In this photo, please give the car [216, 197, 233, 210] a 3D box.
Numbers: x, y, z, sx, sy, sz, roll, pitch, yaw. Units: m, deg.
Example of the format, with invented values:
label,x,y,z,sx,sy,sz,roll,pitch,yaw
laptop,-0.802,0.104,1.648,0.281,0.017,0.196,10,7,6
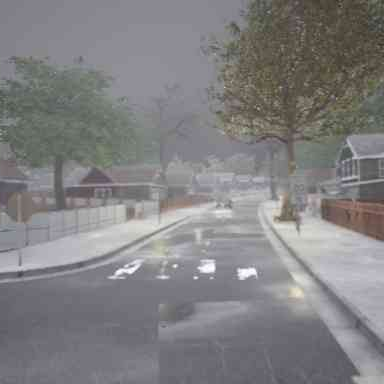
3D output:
label,x,y,z,sx,sy,sz,roll,pitch,yaw
car,4.161,1.389,42.432,2.128,1.511,4.902,-1,0,12
